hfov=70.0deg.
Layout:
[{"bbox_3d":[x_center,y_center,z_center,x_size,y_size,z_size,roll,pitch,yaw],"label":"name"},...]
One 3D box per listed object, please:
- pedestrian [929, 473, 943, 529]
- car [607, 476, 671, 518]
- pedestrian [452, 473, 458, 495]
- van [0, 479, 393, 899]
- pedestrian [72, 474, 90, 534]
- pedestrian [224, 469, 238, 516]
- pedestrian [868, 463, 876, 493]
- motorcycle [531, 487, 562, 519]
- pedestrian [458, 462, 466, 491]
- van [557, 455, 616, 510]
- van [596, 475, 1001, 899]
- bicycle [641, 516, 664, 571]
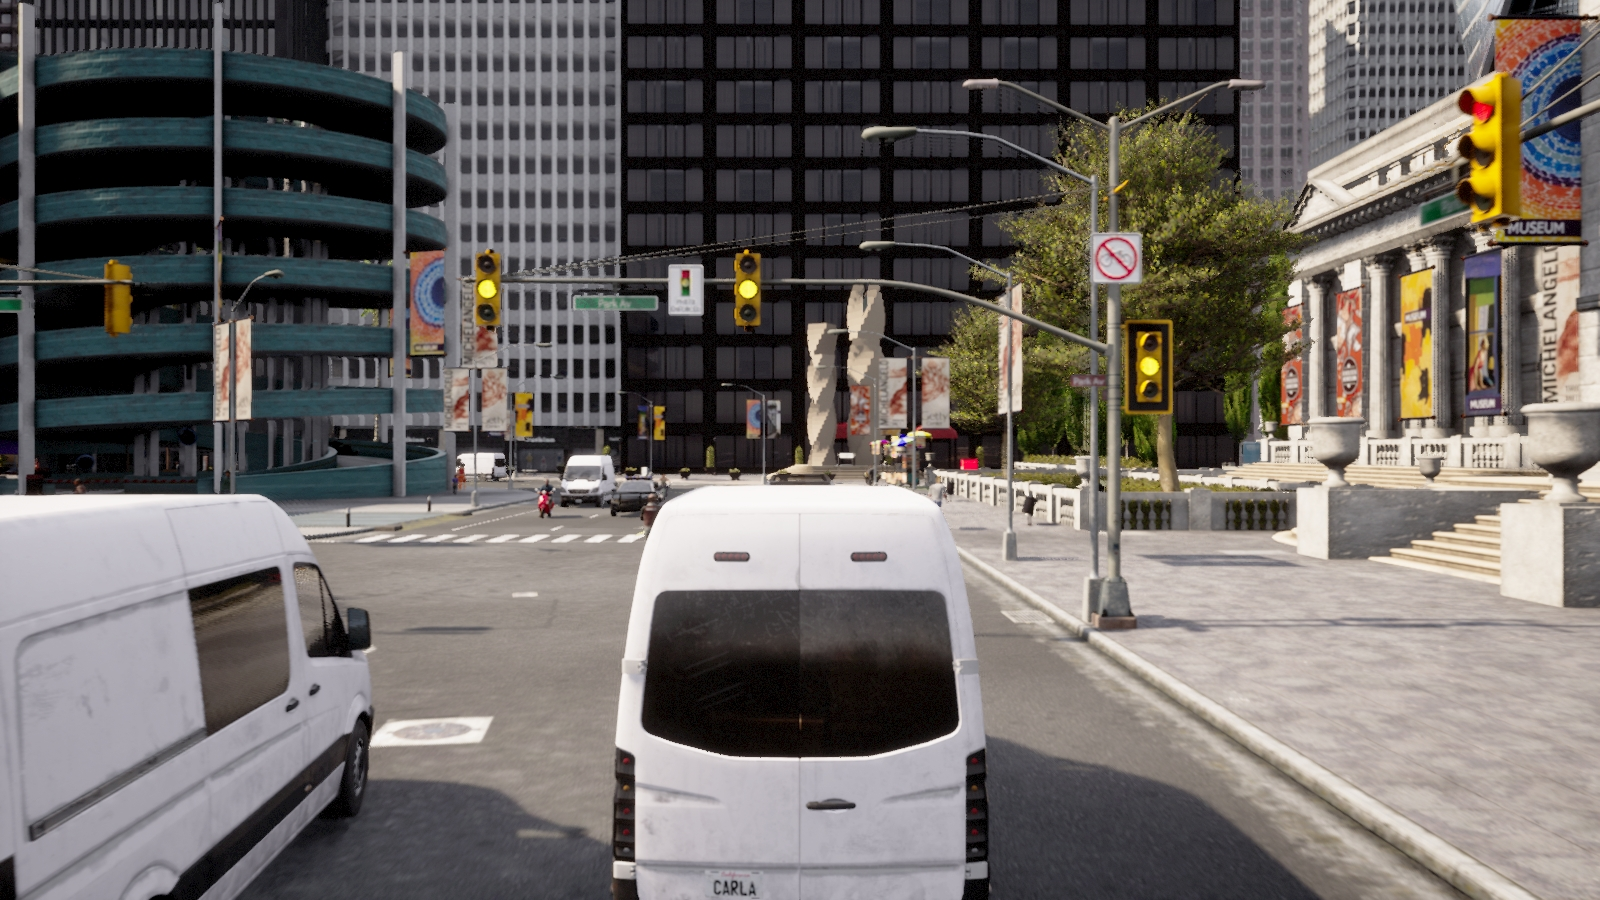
[{"bbox_3d":[4.548,1.707,38.245,0.375,1.860,0.375,0,0,22],"label":"pedestrian"},{"bbox_3d":[-6.934,1.994,49.805,2.097,1.638,5.238,0,0,-1],"label":"car"},{"bbox_3d":[-20.328,1.992,67.329,0.375,1.300,0.375,0,0,-16],"label":"pedestrian"},{"bbox_3d":[-4.153,1.537,6.783,1.988,2.561,5.915,0,0,-7],"label":"van"},{"bbox_3d":[-22.810,1.707,36.239,0.375,1.860,0.375,0,0,-10],"label":"pedestrian"},{"bbox_3d":[-22.757,1.707,45.688,0.375,1.860,0.375,0,0,4],"label":"pedestrian"},{"bbox_3d":[4.439,1.714,70.865,0.375,1.860,0.375,0,0,-20],"label":"pedestrian"},{"bbox_3d":[-10.515,2.194,47.438,0.856,1.236,1.805,0,0,0],"label":"motorcycle"},{"bbox_3d":[-21.779,1.714,73.605,0.375,1.860,0.375,0,0,7],"label":"pedestrian"},{"bbox_3d":[-10.607,1.548,57.212,1.988,2.561,5.915,0,0,-1],"label":"van"},{"bbox_3d":[-0.006,1.537,8.567,1.988,2.561,5.915,0,0,0],"label":"van"},{"bbox_3d":[-3.513,2.217,27.309,0.329,1.171,1.835,0,0,0],"label":"bicycle"}]
